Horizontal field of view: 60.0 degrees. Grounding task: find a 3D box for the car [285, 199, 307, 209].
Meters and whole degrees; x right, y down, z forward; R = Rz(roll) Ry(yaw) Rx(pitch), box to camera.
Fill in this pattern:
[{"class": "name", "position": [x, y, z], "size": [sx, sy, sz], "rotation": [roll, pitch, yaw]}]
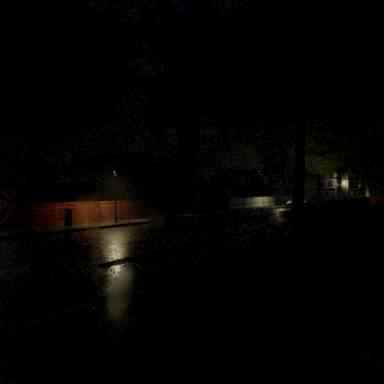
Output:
[{"class": "car", "position": [14.598, 1.542, 46.299], "size": [1.812, 1.442, 4.674], "rotation": [0, 0, 35]}]
